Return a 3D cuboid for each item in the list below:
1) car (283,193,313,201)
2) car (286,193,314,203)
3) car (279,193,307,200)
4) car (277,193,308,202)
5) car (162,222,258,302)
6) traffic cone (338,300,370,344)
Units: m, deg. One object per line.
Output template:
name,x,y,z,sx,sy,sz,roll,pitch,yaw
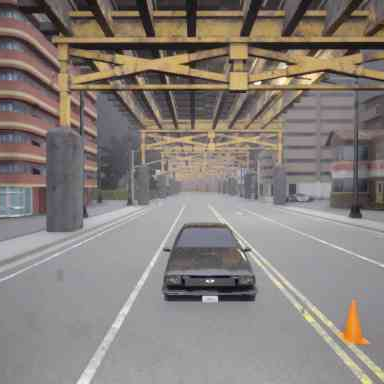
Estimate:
car,17.507,0.850,54.797,4.536,1.218,1.853,0,1,-20
car,17.458,1.008,54.781,4.974,1.542,2.038,0,1,-20
car,17.853,0.803,58.915,4.536,1.218,1.853,0,1,25
car,17.806,0.960,58.938,4.974,1.542,2.038,0,1,25
car,0.360,1.534,8.666,2.033,1.411,5.357,0,0,1
traffic cone,2.453,1.949,5.059,0.340,0.580,0.340,0,0,0
